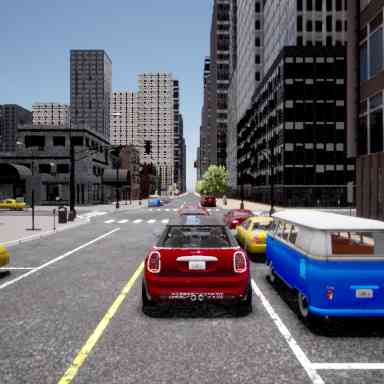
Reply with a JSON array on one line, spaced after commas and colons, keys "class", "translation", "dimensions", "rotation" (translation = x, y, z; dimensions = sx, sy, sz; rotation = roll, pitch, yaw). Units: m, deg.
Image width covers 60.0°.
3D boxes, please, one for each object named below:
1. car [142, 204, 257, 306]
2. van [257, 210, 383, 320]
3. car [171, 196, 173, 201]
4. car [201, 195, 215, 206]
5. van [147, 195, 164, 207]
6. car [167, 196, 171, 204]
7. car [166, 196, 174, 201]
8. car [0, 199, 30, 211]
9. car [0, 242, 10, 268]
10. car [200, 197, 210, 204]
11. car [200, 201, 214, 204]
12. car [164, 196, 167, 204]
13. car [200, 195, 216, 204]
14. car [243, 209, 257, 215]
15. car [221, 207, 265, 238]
[{"class": "car", "translation": [0.089, 1.352, 8.168], "dimensions": [2.097, 1.767, 4.553], "rotation": [0, 0, 0]}, {"class": "van", "translation": [2.678, 1.341, 7.028], "dimensions": [1.690, 1.788, 3.998], "rotation": [0, 0, 0]}, {"class": "car", "translation": [-5.789, 1.653, 72.825], "dimensions": [2.008, 1.369, 4.403], "rotation": [0, 0, 0]}, {"class": "car", "translation": [2.612, 1.380, 56.268], "dimensions": [2.192, 1.841, 5.009], "rotation": [0, 0, 0]}, {"class": "van", "translation": [-5.760, 1.395, 50.730], "dimensions": [1.690, 1.788, 3.998], "rotation": [0, 0, 0]}, {"class": "car", "translation": [-5.782, 1.529, 67.303], "dimensions": [1.967, 1.590, 4.097], "rotation": [0, 0, 0]}, {"class": "car", "translation": [-5.811, 1.673, 89.227], "dimensions": [1.752, 1.417, 4.829], "rotation": [0, 0, 0]}, {"class": "car", "translation": [-21.460, 1.469, 38.541], "dimensions": [4.829, 1.417, 1.752], "rotation": [0, 0, 0]}, {"class": "car", "translation": [-5.701, 1.525, 6.847], "dimensions": [1.752, 1.417, 4.829], "rotation": [0, 0, 0]}, {"class": "car", "translation": [2.599, 1.655, 67.316], "dimensions": [1.947, 1.339, 4.313], "rotation": [0, 0, 0]}, {"class": "car", "translation": [0.077, 1.482, 17.374], "dimensions": [1.882, 1.535, 5.008], "rotation": [0, 0, 0]}, {"class": "car", "translation": [-5.767, 1.505, 56.254], "dimensions": [1.967, 1.590, 4.097], "rotation": [0, 0, 0]}, {"class": "car", "translation": [2.620, 1.369, 50.743], "dimensions": [2.192, 1.841, 5.009], "rotation": [0, 0, 0]}, {"class": "car", "translation": [2.671, 1.527, 12.863], "dimensions": [1.752, 1.417, 4.829], "rotation": [0, 0, 0]}, {"class": "car", "translation": [2.663, 1.587, 18.355], "dimensions": [1.802, 1.307, 4.206], "rotation": [0, 0, 0]}]
